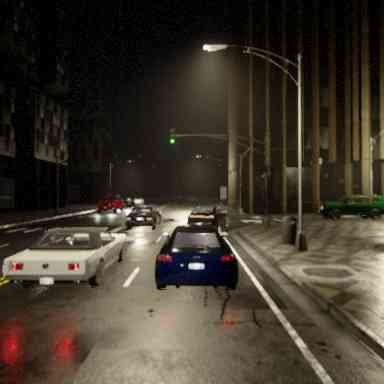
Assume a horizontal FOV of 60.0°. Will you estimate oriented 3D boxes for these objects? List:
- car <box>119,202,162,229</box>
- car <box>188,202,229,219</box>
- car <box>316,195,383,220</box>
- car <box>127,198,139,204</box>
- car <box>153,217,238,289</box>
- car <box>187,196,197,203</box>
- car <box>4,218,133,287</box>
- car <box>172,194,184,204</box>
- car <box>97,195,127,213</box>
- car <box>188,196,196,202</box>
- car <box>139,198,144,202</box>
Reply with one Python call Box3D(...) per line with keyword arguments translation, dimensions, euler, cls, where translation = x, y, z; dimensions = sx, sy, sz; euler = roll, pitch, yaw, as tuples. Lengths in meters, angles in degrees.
Box3D(translation=(-3.148, 1.664, 22.299), dimensions=(2.033, 1.411, 5.357), euler=(0, 0, 0), cls="car")
Box3D(translation=(1.103, 1.600, 20.909), dimensions=(2.128, 1.511, 4.902), euler=(0, 0, 15), cls="car")
Box3D(translation=(13.572, 1.300, 28.269), dimensions=(5.566, 2.045, 2.150), euler=(0, -1, 2), cls="car")
Box3D(translation=(-9.833, 1.709, 50.472), dimensions=(2.128, 1.511, 4.902), euler=(0, 0, 0), cls="car")
Box3D(translation=(0.102, 1.617, 9.346), dimensions=(1.994, 1.385, 4.181), euler=(0, 0, 0), cls="car")
Box3D(translation=(0.008, 1.804, 70.277), dimensions=(2.033, 1.411, 5.357), euler=(0, 0, 0), cls="car")
Box3D(translation=(-3.146, 1.654, 9.440), dimensions=(1.895, 1.301, 4.718), euler=(0, 0, 0), cls="car")
Box3D(translation=(-3.242, 1.764, 70.278), dimensions=(1.837, 1.490, 4.892), euler=(0, 0, 0), cls="car")
Box3D(translation=(-9.845, 1.409, 40.401), dimensions=(2.150, 2.045, 5.566), euler=(0, 0, 0), cls="car")
Box3D(translation=(0.010, 1.730, 80.730), dimensions=(1.895, 1.301, 4.718), euler=(0, 0, 0), cls="car")
Box3D(translation=(-9.779, 1.771, 60.516), dimensions=(1.812, 1.442, 4.674), euler=(0, 0, 0), cls="car")
